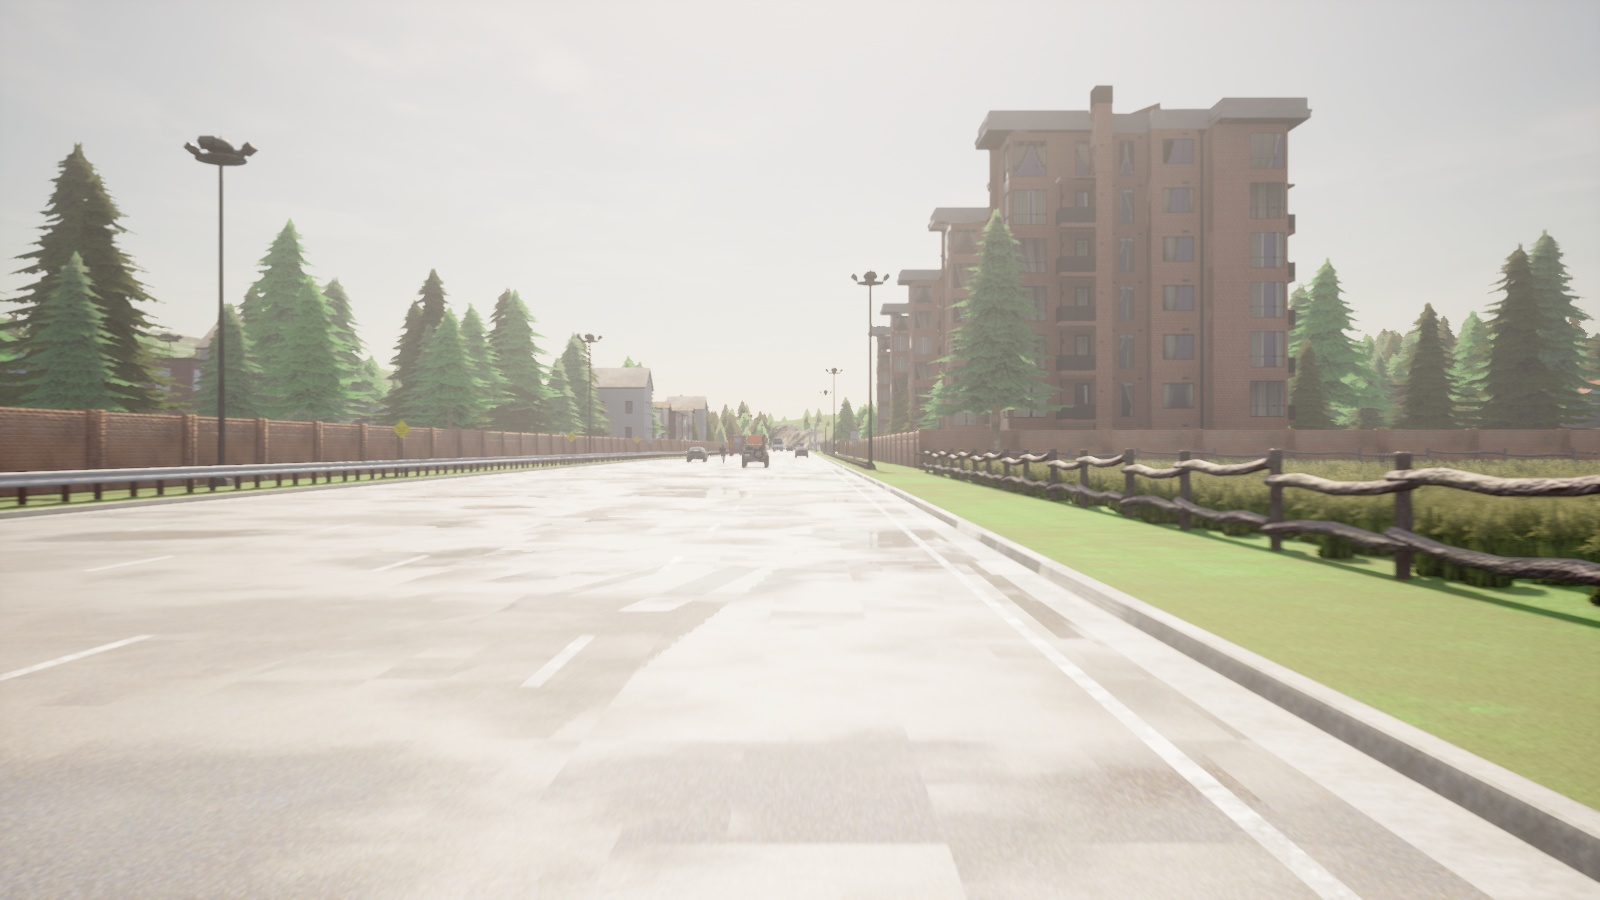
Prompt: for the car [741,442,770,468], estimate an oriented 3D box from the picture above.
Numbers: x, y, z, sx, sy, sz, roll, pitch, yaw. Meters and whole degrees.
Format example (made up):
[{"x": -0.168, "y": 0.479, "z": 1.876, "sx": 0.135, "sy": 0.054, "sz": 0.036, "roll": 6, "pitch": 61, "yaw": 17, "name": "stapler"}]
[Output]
[{"x": -3.271, "y": 0.337, "z": 92.592, "sx": 1.932, "sy": 1.855, "sz": 4.605, "roll": 0, "pitch": 0, "yaw": 0, "name": "car"}]
